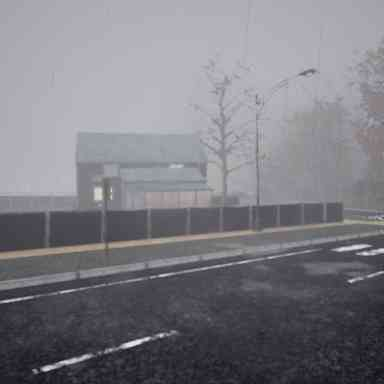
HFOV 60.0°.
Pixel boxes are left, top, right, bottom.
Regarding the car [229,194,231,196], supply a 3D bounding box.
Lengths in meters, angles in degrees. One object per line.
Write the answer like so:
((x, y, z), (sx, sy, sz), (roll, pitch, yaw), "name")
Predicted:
((8.937, 0.882, 66.400), (2.150, 2.045, 5.566), (-1, 1, -15), "car")

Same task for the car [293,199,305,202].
((12.963, 1.519, 40.034), (1.895, 1.301, 4.718), (-1, 1, -15), "car")

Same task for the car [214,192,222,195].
((6.293, 0.775, 76.416), (2.097, 1.767, 4.553), (-1, 1, -15), "car")

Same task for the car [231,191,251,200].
((8.766, 1.150, 56.038), (2.097, 1.767, 4.553), (-1, 1, -14), "car")
